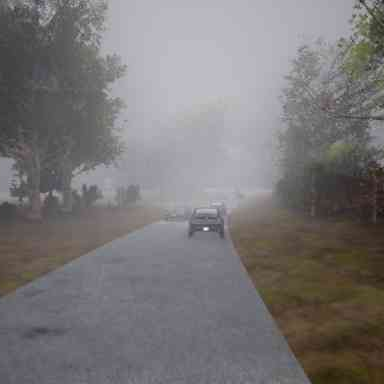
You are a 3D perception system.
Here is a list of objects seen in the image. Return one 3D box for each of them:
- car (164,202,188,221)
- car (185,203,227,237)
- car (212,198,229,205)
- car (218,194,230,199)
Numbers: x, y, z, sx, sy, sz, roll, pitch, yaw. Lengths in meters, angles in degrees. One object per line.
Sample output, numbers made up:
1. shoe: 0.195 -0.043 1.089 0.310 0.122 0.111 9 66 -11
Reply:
1. car: -1.153 1.651 28.745 1.837 1.490 4.892 1 -1 7
2. car: 0.864 1.578 18.756 1.837 1.490 4.892 0 -1 4
3. car: 2.859 1.754 36.937 1.812 1.442 4.674 0 0 8
4. car: 6.615 1.041 68.911 1.895 1.301 4.718 1 3 14
